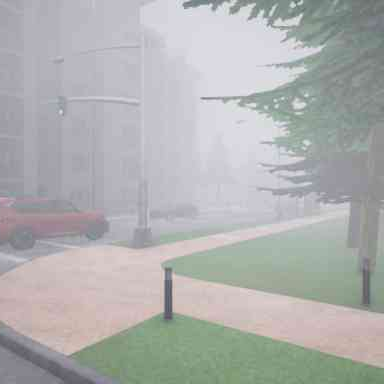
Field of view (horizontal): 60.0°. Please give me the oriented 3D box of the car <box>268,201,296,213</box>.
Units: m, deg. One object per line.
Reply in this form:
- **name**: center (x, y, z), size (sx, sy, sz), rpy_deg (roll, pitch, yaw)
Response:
- **car**: center (10.948, 1.553, 37.711), size (2.033, 1.411, 5.357), rpy_deg (0, 0, 37)

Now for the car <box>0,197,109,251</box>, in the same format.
- **car**: center (-6.287, 1.249, 14.454), size (2.150, 2.045, 5.566), rpy_deg (0, 0, 37)

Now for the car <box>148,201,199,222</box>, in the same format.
- **car**: center (-1.425, 1.478, 27.061), size (1.882, 1.535, 5.008), rpy_deg (0, 0, 37)

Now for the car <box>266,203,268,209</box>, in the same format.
- **car**: center (11.621, 1.526, 44.516), size (1.812, 1.442, 4.674), rpy_deg (0, 0, 37)
